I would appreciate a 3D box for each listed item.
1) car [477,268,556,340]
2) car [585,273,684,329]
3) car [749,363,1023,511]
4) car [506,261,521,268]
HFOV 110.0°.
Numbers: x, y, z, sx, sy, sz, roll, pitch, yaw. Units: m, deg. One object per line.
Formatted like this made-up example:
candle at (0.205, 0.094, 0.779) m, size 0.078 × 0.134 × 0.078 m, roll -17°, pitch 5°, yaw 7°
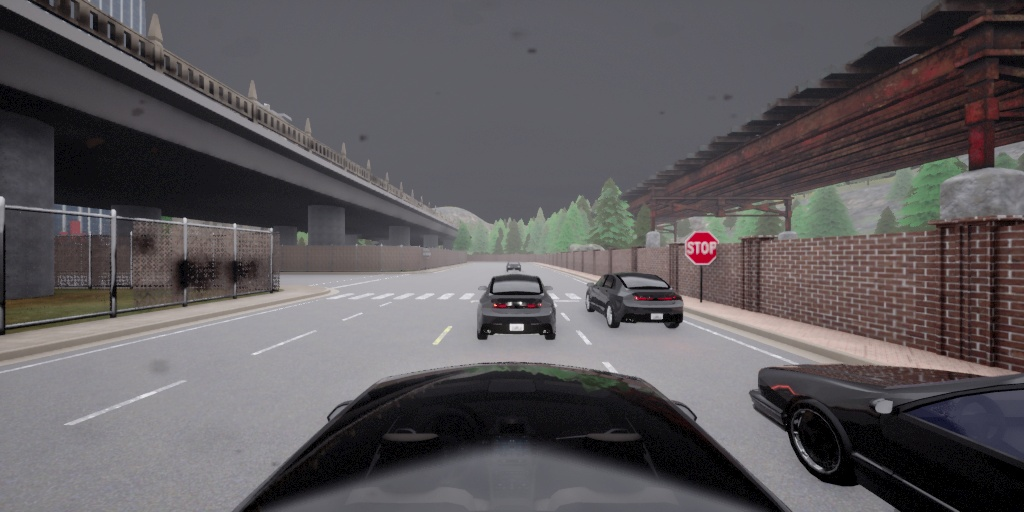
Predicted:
car at (0.104, 1.255, 9.959) m, size 1.837 × 1.490 × 4.892 m, roll 0°, pitch 0°, yaw 0°
car at (3.606, 1.255, 11.316) m, size 1.837 × 1.490 × 4.892 m, roll 0°, pitch 0°, yaw 0°
car at (3.600, 1.297, 1.570) m, size 2.033 × 1.411 × 5.357 m, roll 0°, pitch 0°, yaw 0°
car at (0.212, 1.351, 46.249) m, size 1.895 × 1.301 × 4.718 m, roll 0°, pitch 0°, yaw -1°
